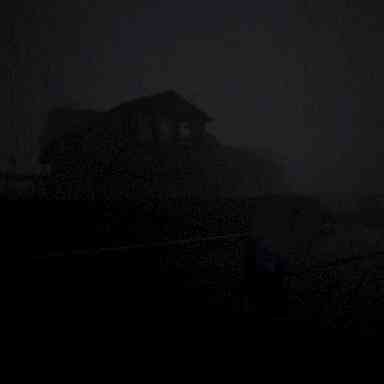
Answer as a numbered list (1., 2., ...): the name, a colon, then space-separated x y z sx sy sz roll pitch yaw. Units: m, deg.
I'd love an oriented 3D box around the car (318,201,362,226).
1. car: 7.599 1.285 20.817 2.033 1.415 5.357 0 0 -33
